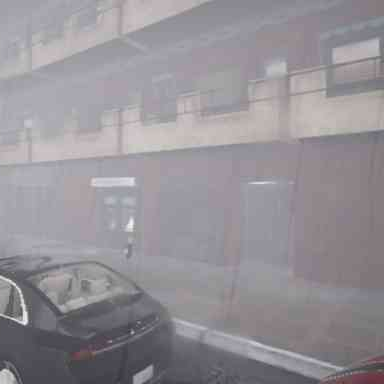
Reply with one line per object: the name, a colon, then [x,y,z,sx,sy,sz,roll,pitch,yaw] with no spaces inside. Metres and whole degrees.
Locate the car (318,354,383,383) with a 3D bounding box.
car: [2.336,1.446,1.211,4.097,1.590,1.967,0,0,36]

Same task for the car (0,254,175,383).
car: [-2.248,1.532,4.480,4.403,1.369,2.008,0,0,36]
